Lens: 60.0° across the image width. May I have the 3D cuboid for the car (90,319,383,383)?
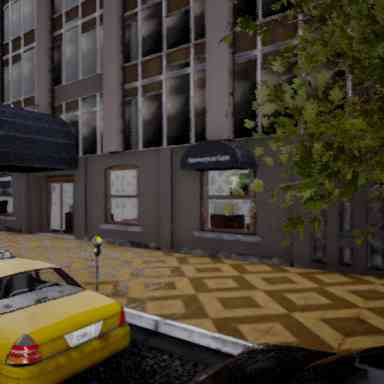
[{"bbox_3d":[1.697,1.561,1.658,4.313,1.339,1.947,-1,0,35],"label":"car"}]

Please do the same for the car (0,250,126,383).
[{"bbox_3d":[-3.083,1.578,5.063,4.829,1.417,1.752,-1,0,35],"label":"car"}]
